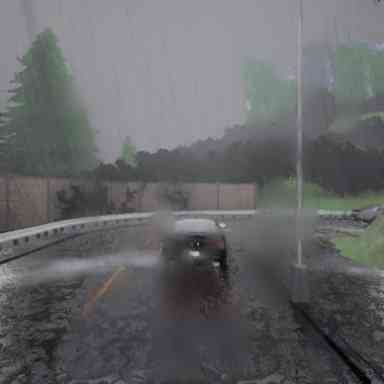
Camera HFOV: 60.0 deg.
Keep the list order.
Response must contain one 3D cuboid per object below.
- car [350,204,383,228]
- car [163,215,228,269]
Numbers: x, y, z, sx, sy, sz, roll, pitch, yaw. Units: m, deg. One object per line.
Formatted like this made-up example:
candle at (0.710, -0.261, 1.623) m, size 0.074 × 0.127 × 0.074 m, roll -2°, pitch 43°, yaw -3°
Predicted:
car at (13.242, 1.587, 22.352) m, size 4.902 × 1.511 × 2.128 m, roll 0°, pitch 0°, yaw 1°
car at (0.141, 1.527, 11.380) m, size 1.882 × 1.535 × 5.008 m, roll 0°, pitch 0°, yaw 2°
